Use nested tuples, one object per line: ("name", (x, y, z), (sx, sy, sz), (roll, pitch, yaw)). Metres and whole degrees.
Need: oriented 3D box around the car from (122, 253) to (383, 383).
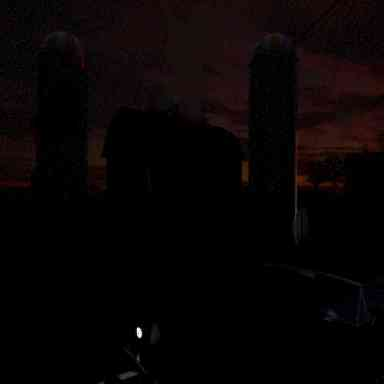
("car", (1.564, 1.592, 4.316), (4.718, 1.301, 1.895), (0, 0, -37))
